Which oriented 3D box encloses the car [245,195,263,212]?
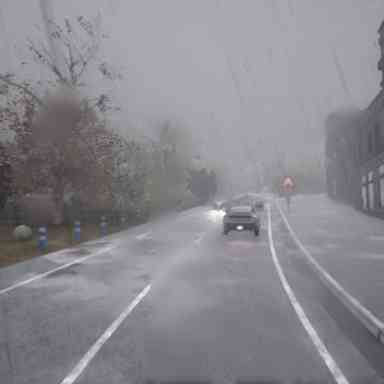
[{"bbox_3d":[6.656,1.026,35.838,1.994,1.385,4.181,-1,3,12],"label":"car"}]

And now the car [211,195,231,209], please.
[{"bbox_3d":[3.313,1.040,36.509,2.128,1.511,4.902,-1,1,13],"label":"car"}]

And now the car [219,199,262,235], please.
[{"bbox_3d":[2.807,1.409,18.463,1.837,1.490,4.892,-1,1,12],"label":"car"}]
